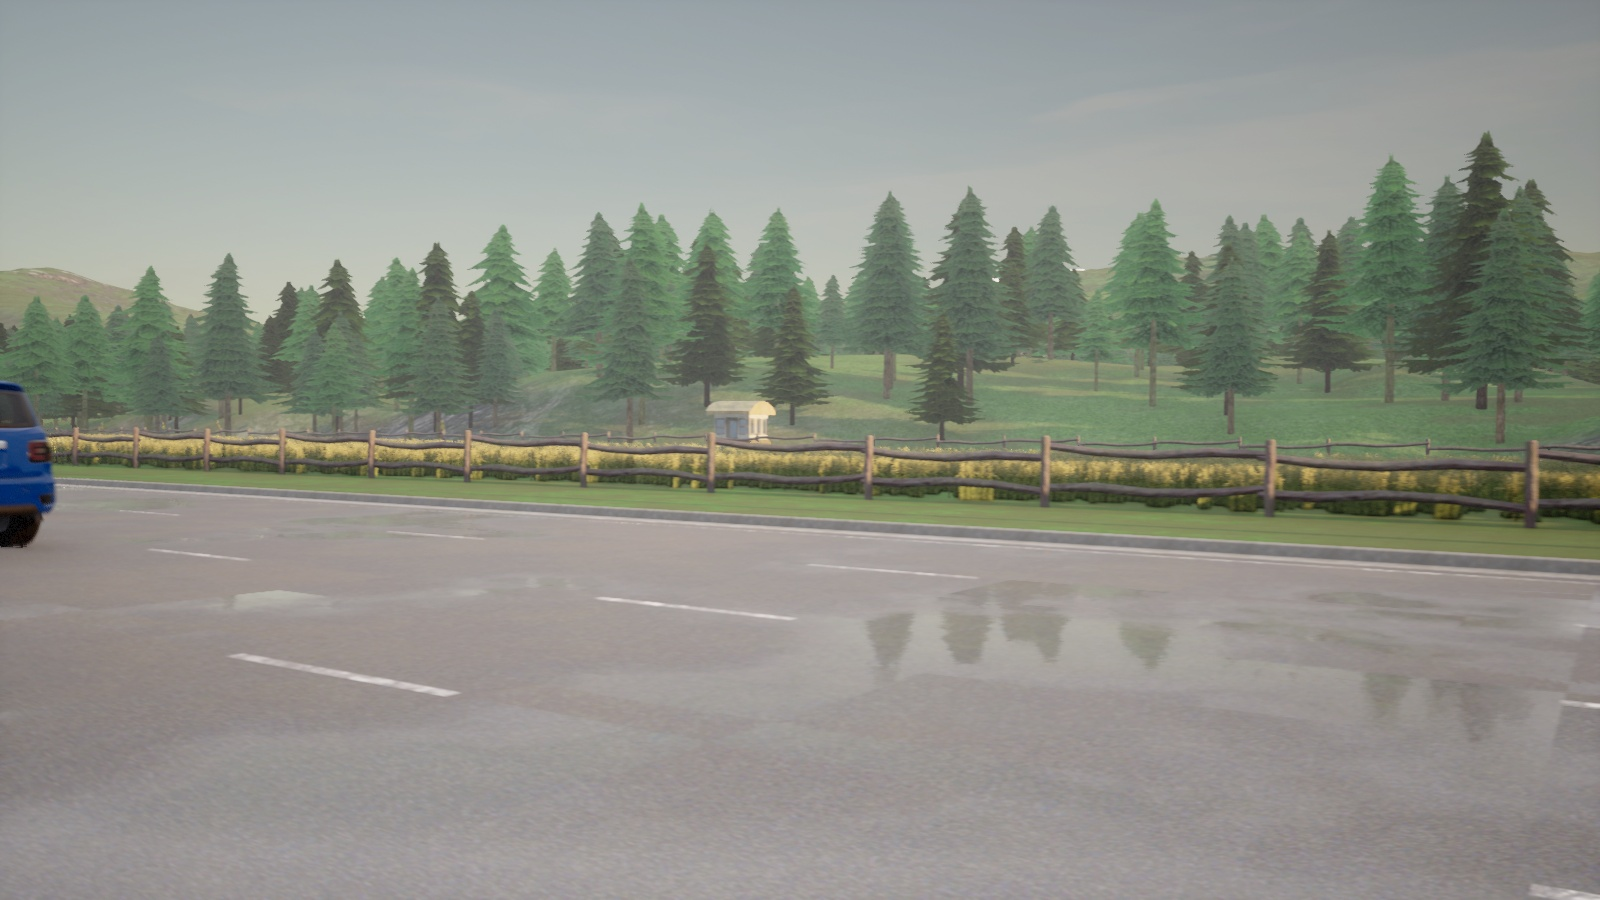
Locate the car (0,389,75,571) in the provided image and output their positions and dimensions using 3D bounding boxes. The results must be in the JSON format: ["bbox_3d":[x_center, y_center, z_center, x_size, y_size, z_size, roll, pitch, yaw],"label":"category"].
[{"bbox_3d":[-11.466,0.343,15.438,5.566,2.045,2.150,0,1,34],"label":"car"}]
